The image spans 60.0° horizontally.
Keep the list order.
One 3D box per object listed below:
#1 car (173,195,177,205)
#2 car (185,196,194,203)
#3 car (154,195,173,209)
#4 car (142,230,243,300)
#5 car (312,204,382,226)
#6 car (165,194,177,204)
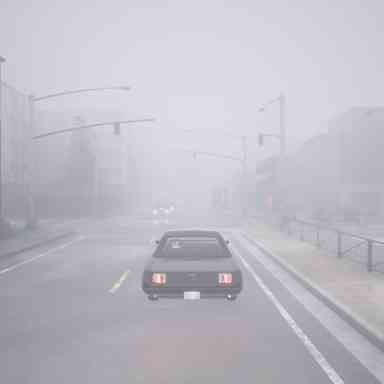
[{"bbox_3d":[-3.962,1.601,53.575,1.895,1.301,4.718,0,0,0],"label":"car"},{"bbox_3d":[-0.461,1.491,66.584,2.128,1.511,4.902,0,0,0],"label":"car"},{"bbox_3d":[-3.905,1.505,44.310,1.837,1.490,4.892,0,0,0],"label":"car"},{"bbox_3d":[0.009,1.601,8.302,1.895,1.301,4.718,0,0,0],"label":"car"},{"bbox_3d":[11.460,1.668,24.701,4.902,1.511,2.128,0,0,-1],"label":"car"},{"bbox_3d":[-3.992,1.352,63.744,2.097,1.767,4.553,0,0,0],"label":"car"}]
